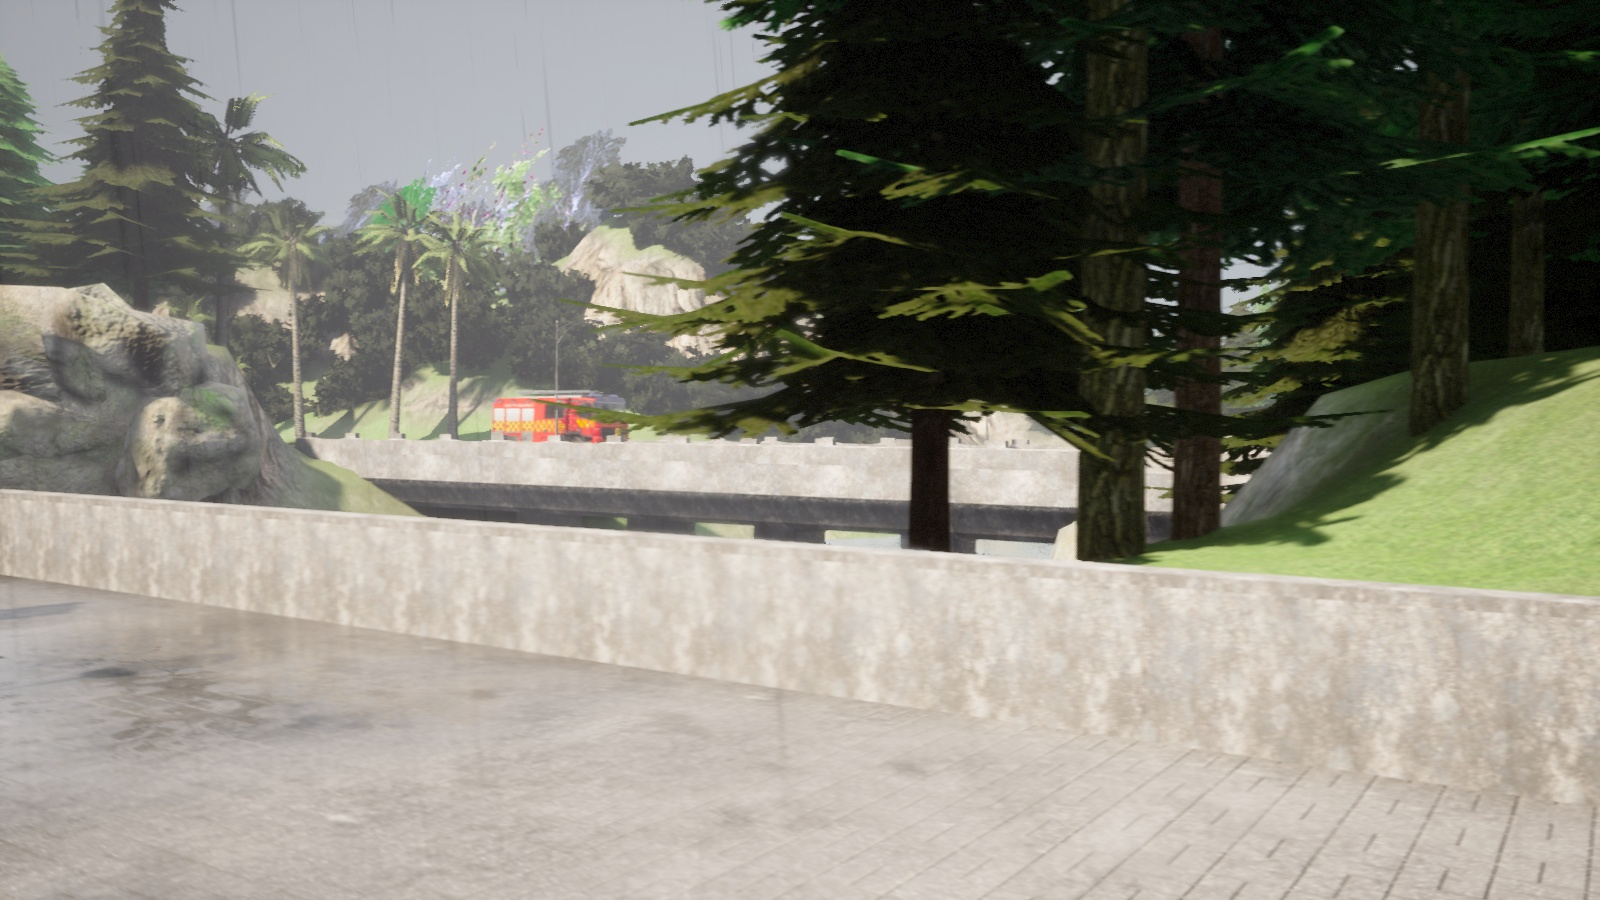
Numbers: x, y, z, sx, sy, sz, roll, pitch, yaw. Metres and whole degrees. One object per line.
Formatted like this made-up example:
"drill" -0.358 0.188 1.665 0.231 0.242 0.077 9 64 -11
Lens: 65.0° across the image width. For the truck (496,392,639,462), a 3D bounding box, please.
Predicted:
"truck" -13.488 -1.302 72.596 8.468 3.827 2.891 0 1 34
